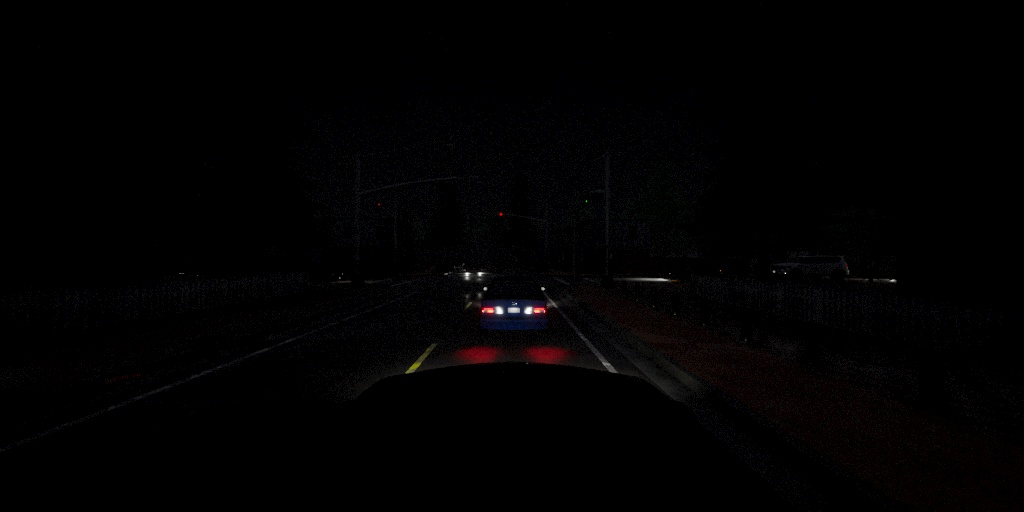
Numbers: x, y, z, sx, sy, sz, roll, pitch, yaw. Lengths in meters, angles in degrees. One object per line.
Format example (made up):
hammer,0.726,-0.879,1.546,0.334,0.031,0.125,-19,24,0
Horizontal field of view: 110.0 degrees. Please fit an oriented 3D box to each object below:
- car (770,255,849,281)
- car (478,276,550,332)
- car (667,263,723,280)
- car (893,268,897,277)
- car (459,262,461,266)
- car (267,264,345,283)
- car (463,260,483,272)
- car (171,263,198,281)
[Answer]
car,24.678,0.956,29.915,5.566,2.045,2.150,0,0,1
car,0.062,1.297,10.777,2.033,1.411,5.357,0,0,0
car,15.313,1.299,30.194,4.181,1.385,1.994,0,0,2
car,34.524,1.087,29.607,4.553,1.767,2.097,0,0,2
car,-6.519,1.263,55.194,2.033,1.411,5.357,0,0,-14
car,-15.785,1.282,27.400,5.357,1.411,2.033,0,0,2
car,-4.780,1.220,44.704,1.837,1.490,4.892,0,0,-6
car,-27.114,1.239,27.732,4.892,1.490,1.837,0,0,2
